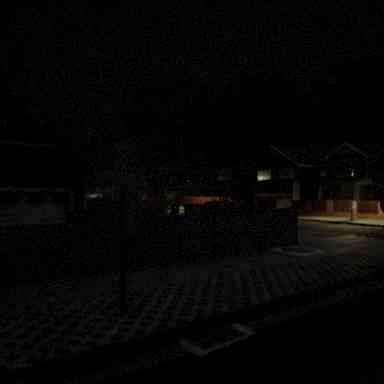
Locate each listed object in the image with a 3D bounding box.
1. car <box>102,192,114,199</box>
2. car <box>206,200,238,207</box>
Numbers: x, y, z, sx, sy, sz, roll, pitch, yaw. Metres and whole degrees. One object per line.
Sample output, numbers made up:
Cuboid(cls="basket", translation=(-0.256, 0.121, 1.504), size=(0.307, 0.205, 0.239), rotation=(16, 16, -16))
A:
Cuboid(cls="car", translation=(-10.648, 1.071, 45.700), size=(2.150, 2.045, 5.566), rotation=(0, 0, -35))
Cuboid(cls="car", translation=(2.488, 1.431, 26.841), size=(1.882, 1.535, 5.008), rotation=(0, 0, -35))
